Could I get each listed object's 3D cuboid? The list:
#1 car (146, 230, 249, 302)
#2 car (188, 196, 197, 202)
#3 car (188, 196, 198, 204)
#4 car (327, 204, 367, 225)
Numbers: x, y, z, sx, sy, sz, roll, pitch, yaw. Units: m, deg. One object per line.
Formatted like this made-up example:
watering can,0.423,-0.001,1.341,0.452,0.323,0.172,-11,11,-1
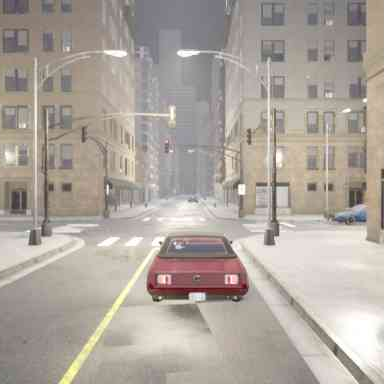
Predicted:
car,0.093,1.599,8.214,1.895,1.301,4.718,0,0,0
car,0.098,1.553,75.127,1.895,1.301,4.718,0,0,0
car,0.180,1.495,65.198,1.812,1.442,4.674,0,0,0
car,12.198,1.508,22.804,5.357,1.411,2.033,0,0,3
